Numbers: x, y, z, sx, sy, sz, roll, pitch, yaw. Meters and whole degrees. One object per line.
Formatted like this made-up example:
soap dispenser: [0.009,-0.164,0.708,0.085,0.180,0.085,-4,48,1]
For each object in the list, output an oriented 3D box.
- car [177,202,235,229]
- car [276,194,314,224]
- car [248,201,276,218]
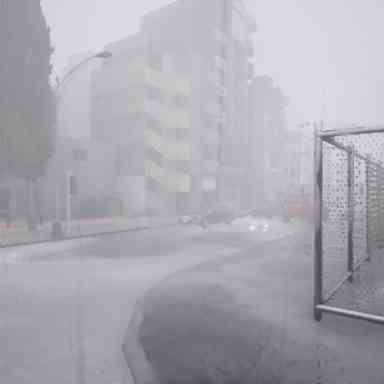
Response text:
car: [1.007,1.445,21.521,2.128,1.511,4.902,0,0,35]
car: [8.492,1.188,24.800,2.150,2.045,5.566,0,0,35]
car: [6.979,1.501,29.873,2.033,1.411,5.357,0,0,36]
